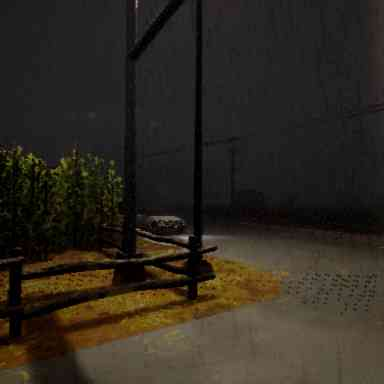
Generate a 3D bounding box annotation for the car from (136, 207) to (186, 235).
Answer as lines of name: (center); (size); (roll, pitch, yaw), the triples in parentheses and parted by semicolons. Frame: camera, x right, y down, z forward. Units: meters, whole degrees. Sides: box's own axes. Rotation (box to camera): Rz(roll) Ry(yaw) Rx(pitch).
car: (-2.224, 1.629, 19.960); (1.812, 1.442, 4.674); (1, 0, -36)
